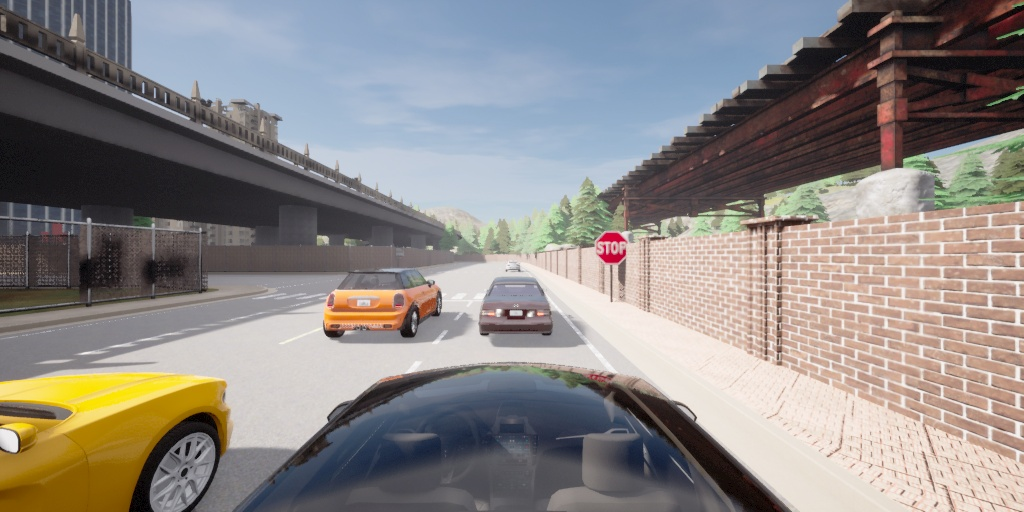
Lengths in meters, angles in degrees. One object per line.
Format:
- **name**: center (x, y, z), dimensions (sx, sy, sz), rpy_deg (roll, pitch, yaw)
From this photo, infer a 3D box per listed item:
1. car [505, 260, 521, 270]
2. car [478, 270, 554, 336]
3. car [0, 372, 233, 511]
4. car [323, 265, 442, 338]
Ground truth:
- **car**: center (0.125, 1.276, 46.264), dimensions (1.812, 1.442, 4.674), rpy_deg (0, 0, -1)
- **car**: center (0.090, 1.297, 10.390), dimensions (2.033, 1.411, 5.357), rpy_deg (0, 0, 0)
- **car**: center (-3.398, 1.228, 1.114), dimensions (1.882, 1.535, 5.008), rpy_deg (0, 0, 0)
- **car**: center (-3.411, 1.102, 10.371), dimensions (2.097, 1.767, 4.553), rpy_deg (0, 0, 0)
